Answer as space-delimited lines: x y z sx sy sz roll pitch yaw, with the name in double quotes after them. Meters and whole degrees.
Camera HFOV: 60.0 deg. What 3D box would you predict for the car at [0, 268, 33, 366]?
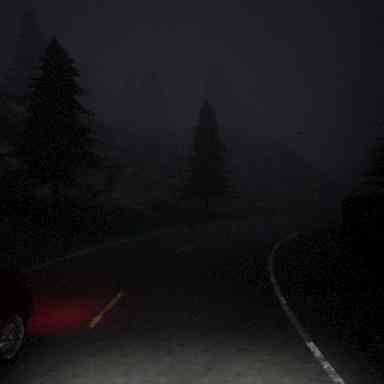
-3.352 1.539 3.187 1.812 1.442 4.674 0 0 4 "car"
